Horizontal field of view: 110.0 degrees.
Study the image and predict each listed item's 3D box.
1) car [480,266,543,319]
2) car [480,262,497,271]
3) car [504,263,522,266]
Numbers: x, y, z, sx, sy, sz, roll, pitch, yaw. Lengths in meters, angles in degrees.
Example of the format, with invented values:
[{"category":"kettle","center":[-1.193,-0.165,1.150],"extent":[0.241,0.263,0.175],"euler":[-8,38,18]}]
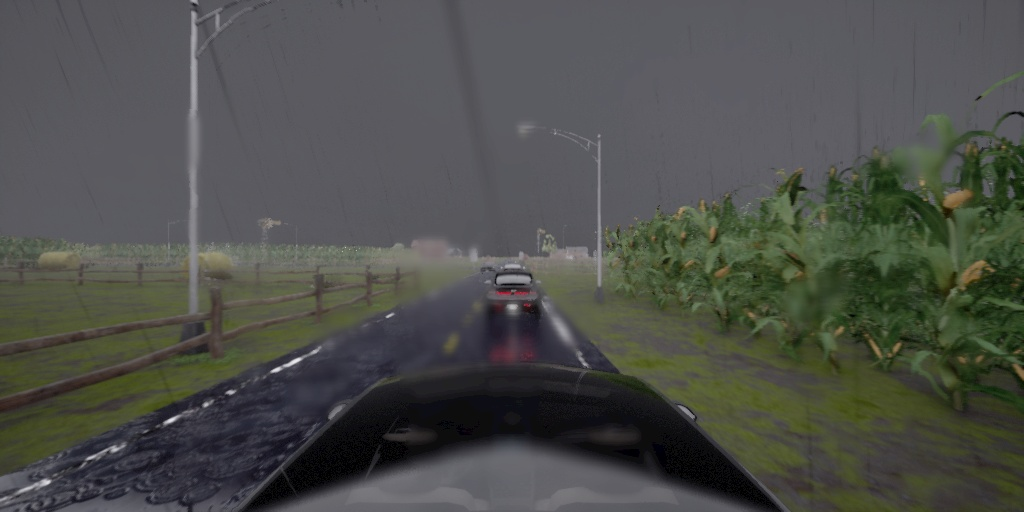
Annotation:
[{"category":"car","center":[0.065,1.276,12.952],"extent":[1.837,1.490,4.892],"euler":[0,0,0]},{"category":"car","center":[-2.840,1.428,43.703],"extent":[1.895,1.301,4.718],"euler":[0,0,0]},{"category":"car","center":[0.060,1.278,29.115],"extent":[1.882,1.535,5.008],"euler":[0,0,0]}]
